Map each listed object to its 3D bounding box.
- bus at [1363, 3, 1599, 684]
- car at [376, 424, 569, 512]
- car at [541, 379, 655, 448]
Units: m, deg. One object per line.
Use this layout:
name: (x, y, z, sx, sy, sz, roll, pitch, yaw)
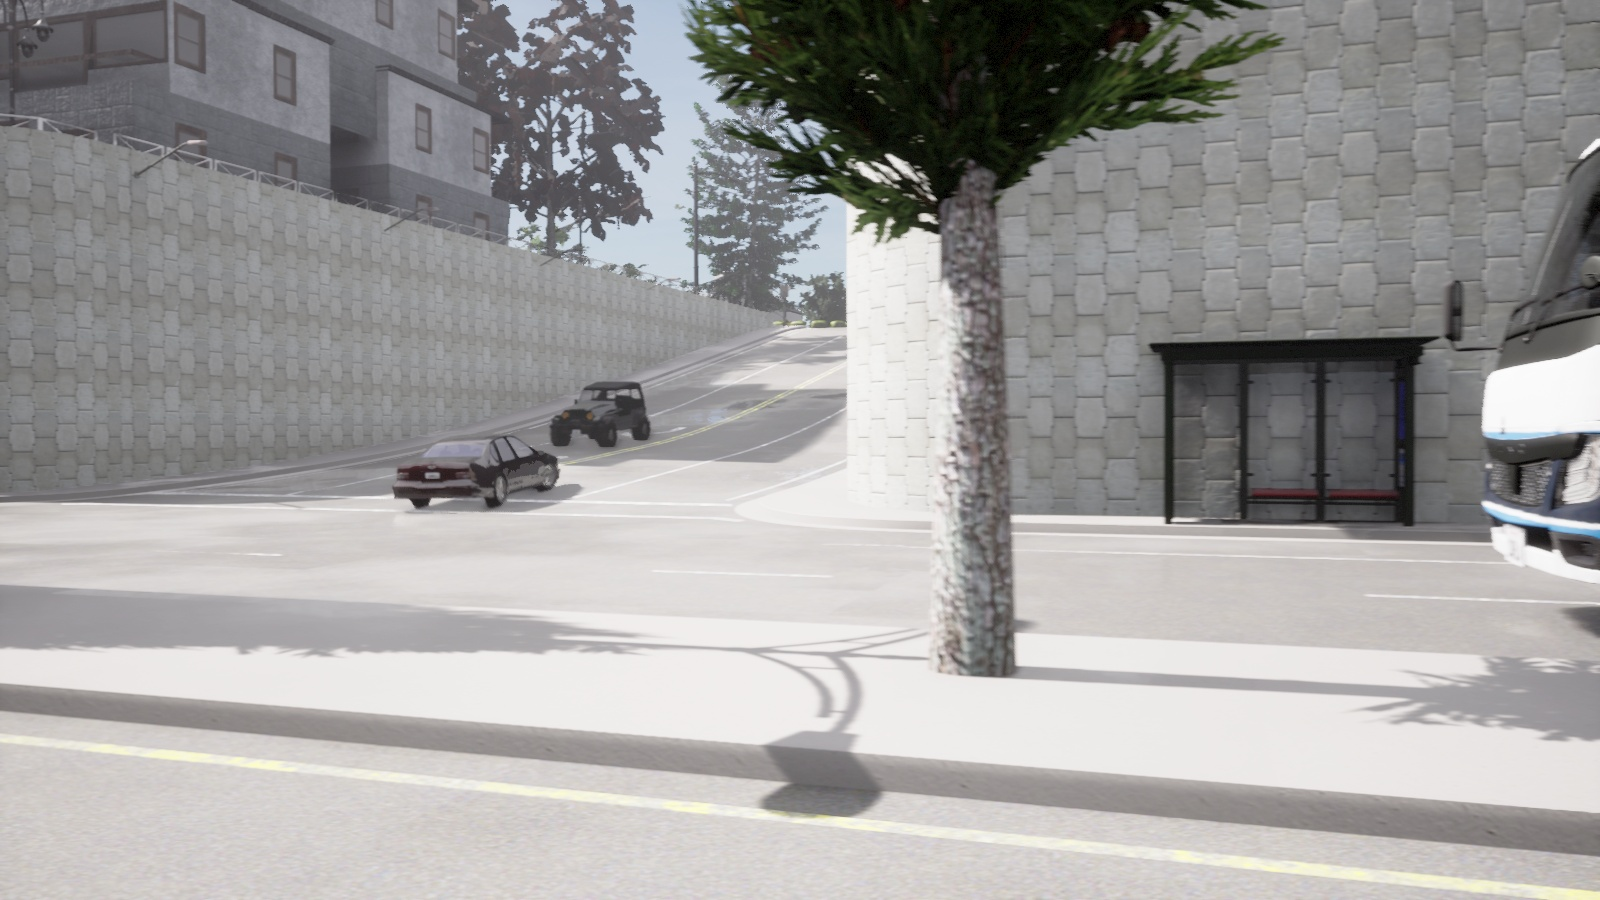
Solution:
bus: (9.593, -0.648, 8.387, 10.273, 4.253, 3.944, 1, 1, 19)
car: (-6.731, 0.300, 26.564, 2.033, 1.411, 5.357, 0, 4, 8)
car: (-6.200, -1.189, 39.039, 1.905, 1.878, 3.866, 2, 6, 19)
